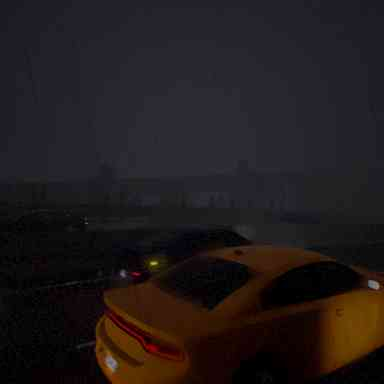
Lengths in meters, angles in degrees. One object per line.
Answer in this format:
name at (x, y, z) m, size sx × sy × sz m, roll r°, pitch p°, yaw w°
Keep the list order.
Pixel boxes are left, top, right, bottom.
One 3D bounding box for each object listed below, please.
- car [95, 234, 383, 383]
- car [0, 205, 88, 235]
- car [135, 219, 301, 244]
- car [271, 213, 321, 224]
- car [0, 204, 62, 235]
car at (1.241, 1.501, 4.631) m, size 5.008 × 1.535 × 1.882 m, roll 1°, pitch 0°, yaw -35°
car at (-7.467, 1.509, 15.839) m, size 4.902 × 1.511 × 2.128 m, roll 1°, pitch 0°, yaw -35°
car at (0.424, 1.573, 8.347) m, size 4.674 × 1.442 × 1.812 m, roll 1°, pitch -1°, yaw -35°
car at (6.316, 2.097, 21.313) m, size 4.902 × 1.511 × 2.128 m, roll 5°, pitch -3°, yaw -35°
car at (-10.028, 1.489, 18.318) m, size 5.008 × 1.535 × 1.882 m, roll 1°, pitch 0°, yaw -35°
